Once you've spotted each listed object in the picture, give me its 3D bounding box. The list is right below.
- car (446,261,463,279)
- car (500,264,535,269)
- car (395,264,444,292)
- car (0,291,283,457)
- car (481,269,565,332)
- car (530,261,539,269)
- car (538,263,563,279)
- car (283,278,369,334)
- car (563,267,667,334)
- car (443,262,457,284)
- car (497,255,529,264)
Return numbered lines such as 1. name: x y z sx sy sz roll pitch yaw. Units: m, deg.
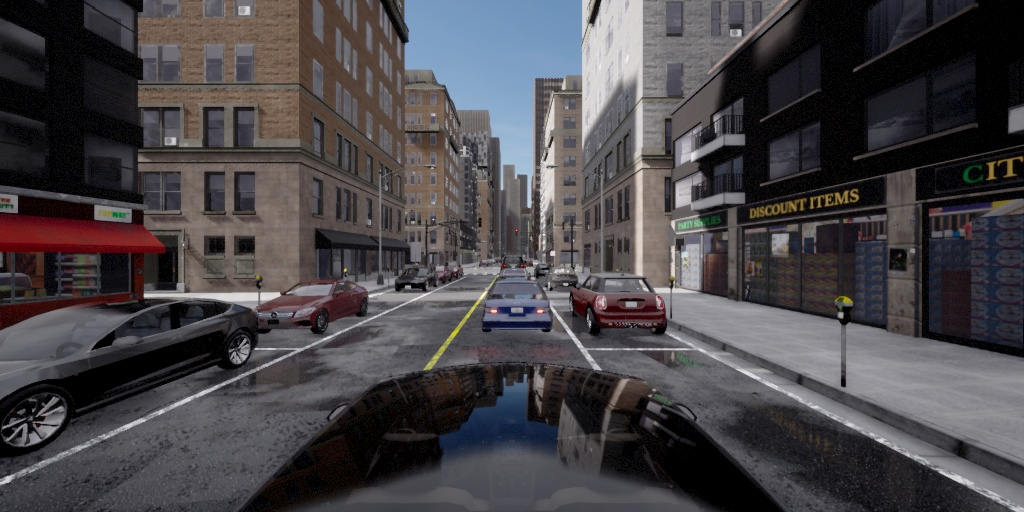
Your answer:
1. car: -5.589 1.193 32.592 1.967 1.591 4.097 0 0 0
2. car: 0.149 1.352 21.285 1.895 1.301 4.718 0 0 0
3. car: -5.619 1.316 21.589 1.948 1.339 4.313 0 0 0
4. car: -5.664 1.315 5.086 1.948 1.339 4.313 0 0 0
5. car: 0.123 1.297 10.780 2.033 1.411 5.357 0 0 0
6. car: 2.936 1.319 32.569 1.948 1.339 4.313 0 0 0
7. car: 2.906 1.301 21.566 2.007 1.370 4.403 0 0 0
8. car: -5.648 1.332 10.587 1.802 1.307 4.207 0 0 0
9. car: 2.877 1.189 10.564 1.967 1.591 4.097 0 0 0
10. car: -5.604 1.334 27.091 1.802 1.307 4.207 0 0 0
11. car: 0.086 0.974 31.317 2.150 2.045 5.566 0 0 0
